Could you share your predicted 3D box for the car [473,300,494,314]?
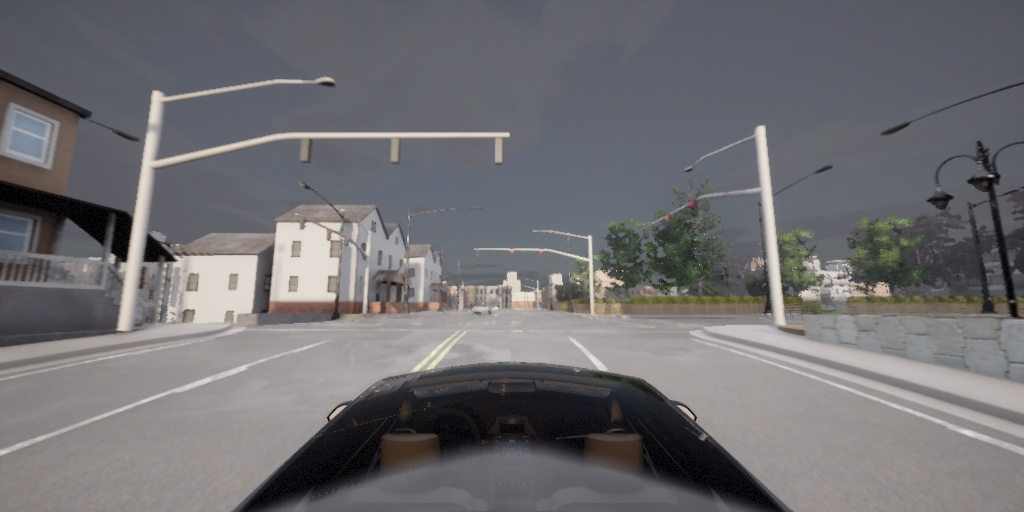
[{"bbox_3d":[-3.499,6.241,42.863,1.895,1.301,4.718,0,-8,0],"label":"car"}]
